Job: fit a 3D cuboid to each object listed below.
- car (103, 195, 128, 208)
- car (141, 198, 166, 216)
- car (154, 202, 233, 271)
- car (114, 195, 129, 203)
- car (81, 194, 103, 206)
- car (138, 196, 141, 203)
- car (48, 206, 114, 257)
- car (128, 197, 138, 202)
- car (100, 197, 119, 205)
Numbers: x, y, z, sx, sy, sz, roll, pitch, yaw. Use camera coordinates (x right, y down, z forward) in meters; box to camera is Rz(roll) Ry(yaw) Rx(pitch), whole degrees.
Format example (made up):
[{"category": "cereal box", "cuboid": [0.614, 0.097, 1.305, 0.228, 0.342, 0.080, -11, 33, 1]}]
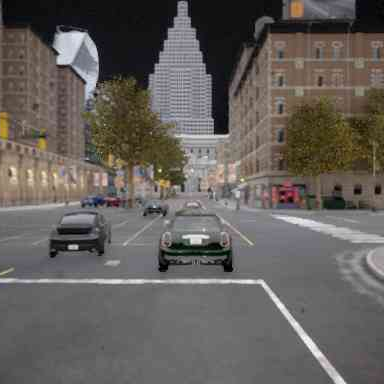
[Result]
[{"category": "car", "cuboid": [-11.487, 1.533, 50.144, 1.882, 1.535, 5.008, 0, 0, 0]}, {"category": "car", "cuboid": [-3.392, 1.388, 32.481, 2.097, 1.767, 4.553, 0, 0, 0]}, {"category": "car", "cuboid": [0.103, 1.364, 11.113, 2.097, 1.767, 4.553, 0, 0, 0]}, {"category": "car", "cuboid": [-14.979, 1.434, 70.721, 2.097, 1.767, 4.553, 0, 0, 0]}, {"category": "car", "cuboid": [-14.985, 1.278, 50.611, 2.150, 2.045, 5.566, 0, 0, 0]}, {"category": "car", "cuboid": [-11.479, 1.630, 69.740, 1.994, 1.385, 4.181, 0, 0, 0]}, {"category": "car", "cuboid": [-4.251, 1.520, 13.080, 1.837, 1.490, 4.892, 1, 0, -10]}, {"category": "car", "cuboid": [-11.482, 1.667, 59.839, 1.895, 1.301, 4.718, 0, 0, 0]}, {"category": "car", "cuboid": [-14.982, 1.615, 60.728, 2.033, 1.411, 5.357, 0, 0, 0]}]
